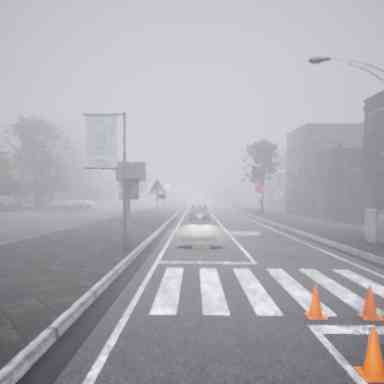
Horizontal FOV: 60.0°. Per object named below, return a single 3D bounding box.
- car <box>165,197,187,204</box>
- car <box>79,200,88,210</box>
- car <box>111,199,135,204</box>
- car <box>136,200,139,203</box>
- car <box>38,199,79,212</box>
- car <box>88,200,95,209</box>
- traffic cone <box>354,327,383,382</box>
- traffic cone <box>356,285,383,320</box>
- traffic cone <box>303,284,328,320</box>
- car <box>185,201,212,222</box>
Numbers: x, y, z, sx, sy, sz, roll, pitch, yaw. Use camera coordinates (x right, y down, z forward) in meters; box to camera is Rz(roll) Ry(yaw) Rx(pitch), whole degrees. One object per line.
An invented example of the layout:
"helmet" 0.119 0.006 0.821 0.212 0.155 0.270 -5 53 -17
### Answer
"car" -4.396 2.427 84.715 4.892 1.521 2.231 0 -1 1
"car" -17.877 1.841 47.189 4.892 1.521 2.231 0 -1 1
"car" -17.504 2.280 82.092 5.008 1.535 2.097 0 -1 1
"car" -17.456 2.370 87.659 5.008 1.535 2.097 0 -1 1
"car" -17.914 1.839 43.913 4.674 1.452 2.002 0 -1 1
"car" -17.853 1.881 50.462 5.008 1.535 2.097 0 -1 1
"traffic cone" 2.272 1.992 4.158 0.340 0.580 0.340 0 0 0
"traffic cone" 3.286 2.015 6.151 0.340 0.580 0.340 0 -1 0
"traffic cone" 2.287 2.007 6.160 0.340 0.580 0.340 0 -1 0
"car" 0.645 1.811 29.259 2.128 1.511 4.902 0 -1 1
